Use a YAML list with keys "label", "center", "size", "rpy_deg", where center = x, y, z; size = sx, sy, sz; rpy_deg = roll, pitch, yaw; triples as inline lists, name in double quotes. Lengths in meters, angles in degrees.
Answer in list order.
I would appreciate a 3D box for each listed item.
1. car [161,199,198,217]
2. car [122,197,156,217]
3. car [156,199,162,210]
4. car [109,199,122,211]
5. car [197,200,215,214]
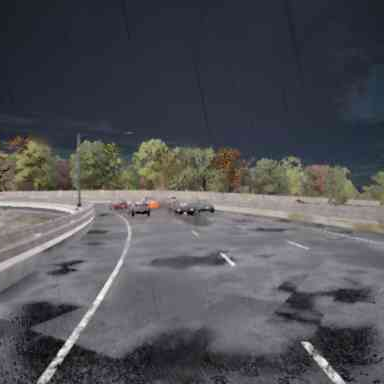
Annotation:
- label: "car"
  center: [-1.246, 1.617, 31.535]
  size: [1.895, 1.301, 4.718]
  rpy_deg: [-1, 0, -17]
- label: "car"
  center: [-5.252, 1.553, 32.508]
  size: [2.128, 1.511, 4.902]
  rpy_deg: [-1, 0, -17]
- label: "car"
  center: [-5.929, 1.420, 44.095]
  size: [2.097, 1.767, 4.553]
  rpy_deg: [-1, 0, -24]
- label: "car"
  center: [-9.656, 1.636, 43.811]
  size: [1.812, 1.442, 4.674]
  rpy_deg: [-1, 0, -26]
- label: "car"
  center: [0.892, 1.557, 36.305]
  size: [1.994, 1.385, 4.181]
  rpy_deg: [-1, 0, -21]
